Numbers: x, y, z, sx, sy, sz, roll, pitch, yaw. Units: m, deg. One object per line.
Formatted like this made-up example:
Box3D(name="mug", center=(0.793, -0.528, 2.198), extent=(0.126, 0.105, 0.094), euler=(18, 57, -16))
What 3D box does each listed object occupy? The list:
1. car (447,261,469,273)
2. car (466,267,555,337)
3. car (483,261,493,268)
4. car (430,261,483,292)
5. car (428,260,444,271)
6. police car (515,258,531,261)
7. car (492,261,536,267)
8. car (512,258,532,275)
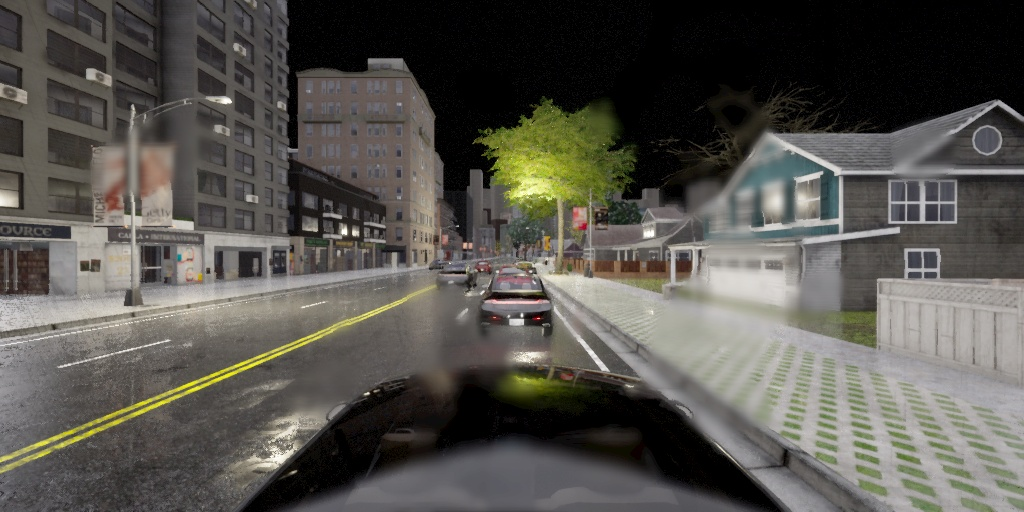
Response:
Box3D(name="car", center=(-6.560, 1.312, 43.950), extent=(1.895, 1.301, 4.718), euler=(0, 0, 0))
Box3D(name="car", center=(0.111, 1.239, 10.312), extent=(2.128, 1.511, 4.902), euler=(0, 0, 0))
Box3D(name="car", center=(-3.115, 1.243, 39.650), extent=(1.812, 1.442, 4.674), euler=(0, 0, 0))
Box3D(name="car", center=(-3.130, 1.231, 21.321), extent=(2.128, 1.511, 4.902), euler=(0, 0, 0))
Box3D(name="car", center=(-9.813, 1.253, 48.106), extent=(2.033, 1.411, 5.357), euler=(0, 0, 0))
Box3D(name="police car", center=(1.002, 1.156, 29.545), extent=(1.930, 1.638, 5.238), euler=(0, 0, 0))
Box3D(name="car", center=(0.118, 1.219, 19.816), extent=(1.882, 1.535, 5.008), euler=(0, 0, 0))
Box3D(name="car", center=(1.011, 1.069, 39.405), extent=(2.097, 1.767, 4.553), euler=(0, 0, 0))
